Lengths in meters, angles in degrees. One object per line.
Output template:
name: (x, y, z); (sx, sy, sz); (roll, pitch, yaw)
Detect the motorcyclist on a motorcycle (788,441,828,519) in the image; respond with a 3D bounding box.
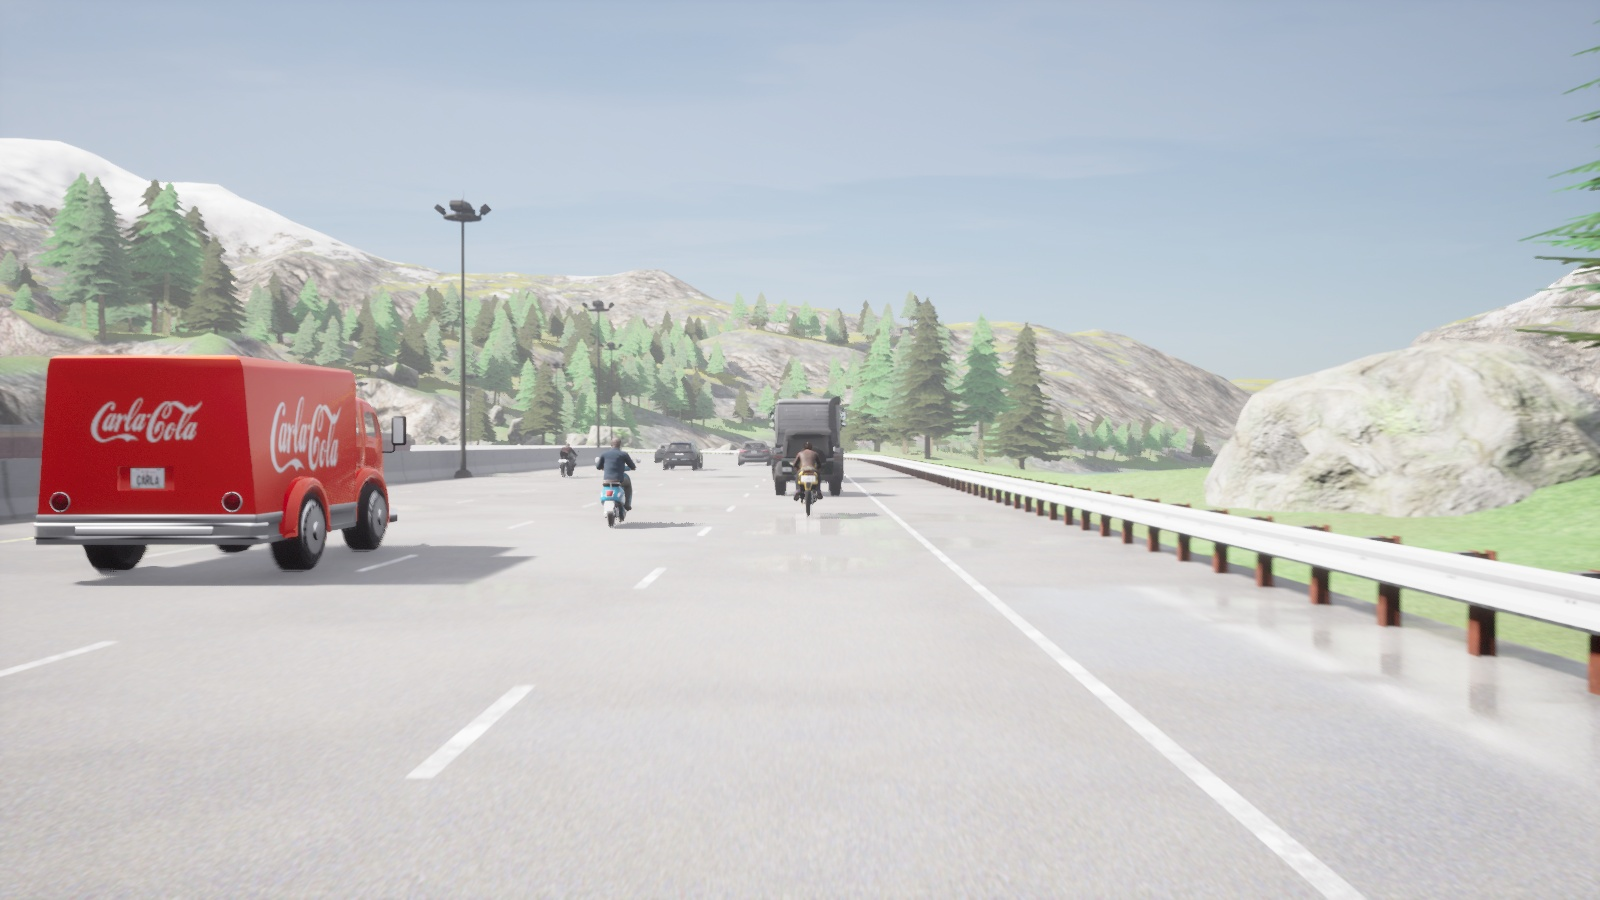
motorcyclist on a motorcycle: (0.163, 0.586, 25.715); (0.797, 1.523, 2.044); (0, 1, 0)

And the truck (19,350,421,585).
truck: (-6.894, 0.166, 15.820); (2.627, 2.467, 5.204); (0, 0, 0)

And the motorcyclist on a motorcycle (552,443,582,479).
motorcyclist on a motorcycle: (-10.169, 0.467, 54.914); (0.866, 1.530, 2.191); (0, 0, 0)

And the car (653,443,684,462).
car: (-9.979, 0.172, 95.468); (1.970, 1.475, 3.806); (0, 0, -1)

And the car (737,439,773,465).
car: (-2.998, 0.116, 84.732); (2.242, 1.667, 4.611); (0, 0, 0)

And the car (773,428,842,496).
car: (0.225, 0.337, 36.527); (1.905, 1.878, 3.866); (0, 0, 0)

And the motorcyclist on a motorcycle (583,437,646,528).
motorcyclist on a motorcycle: (-3.353, 0.570, 22.891); (0.866, 1.590, 1.817); (0, 0, 0)

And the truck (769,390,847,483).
truck: (0.305, -0.517, 50.548); (2.891, 3.462, 7.936); (0, 0, 0)

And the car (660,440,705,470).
car: (-6.578, 0.276, 70.895); (2.033, 1.649, 4.856); (0, 0, 0)
